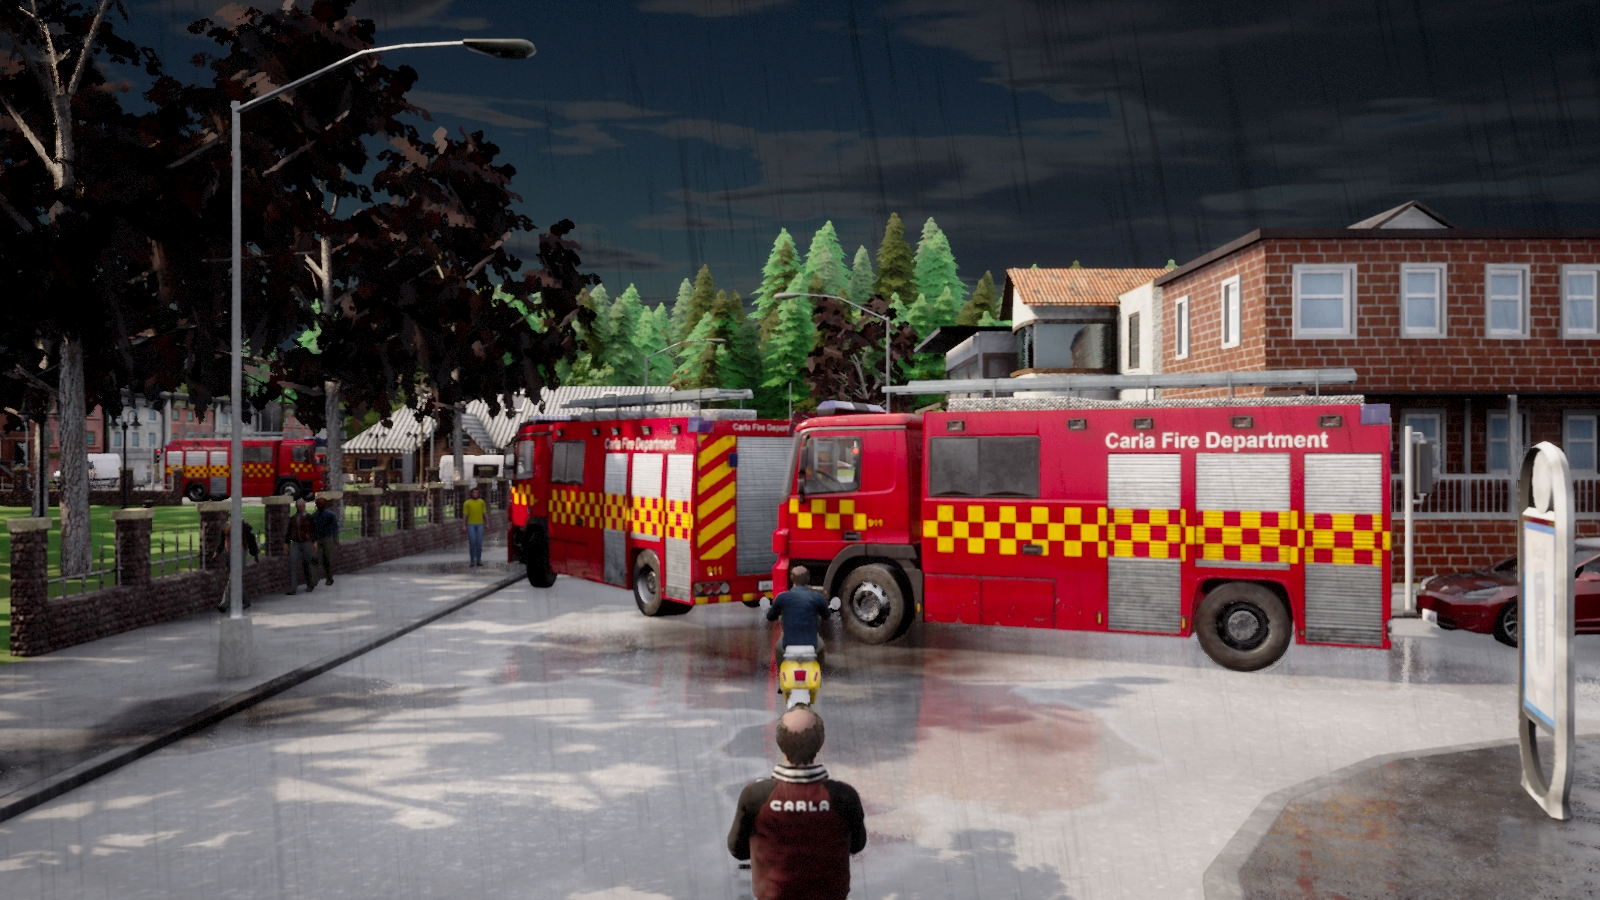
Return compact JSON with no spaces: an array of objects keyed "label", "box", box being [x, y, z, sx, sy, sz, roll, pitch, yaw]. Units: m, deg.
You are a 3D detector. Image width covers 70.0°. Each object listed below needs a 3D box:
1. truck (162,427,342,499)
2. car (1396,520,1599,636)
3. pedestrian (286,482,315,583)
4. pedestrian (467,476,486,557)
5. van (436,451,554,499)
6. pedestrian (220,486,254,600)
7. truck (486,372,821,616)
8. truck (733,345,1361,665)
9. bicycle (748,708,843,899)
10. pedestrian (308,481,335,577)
[{"label":"truck","box":[-29.852,0.707,62.450,8.468,3.827,2.891,0,0,1]},{"label":"car","box":[11.844,1.853,17.041,4.792,1.488,2.163,0,0,0]},{"label":"pedestrian","box":[-9.320,1.538,21.334,0.375,1.860,0.375,0,0,1]},{"label":"pedestrian","box":[-7.519,1.542,26.538,0.375,1.860,0.375,0,0,-25]},{"label":"van","box":[-16.612,1.351,62.361,5.915,2.561,1.988,0,0,0]},{"label":"pedestrian","box":[-9.354,1.536,18.990,0.375,1.860,0.375,0,0,1]},{"label":"truck","box":[-3.234,0.685,22.185,2.891,3.827,8.468,0,0,-34]},{"label":"truck","box":[3.444,0.679,16.727,8.468,3.827,2.891,0,0,24]},{"label":"bicycle","box":[-0.015,1.944,4.867,0.329,1.271,1.835,0,0,0]},{"label":"pedestrian","box":[-9.353,1.538,22.337,0.375,1.860,0.375,0,0,0]}]
